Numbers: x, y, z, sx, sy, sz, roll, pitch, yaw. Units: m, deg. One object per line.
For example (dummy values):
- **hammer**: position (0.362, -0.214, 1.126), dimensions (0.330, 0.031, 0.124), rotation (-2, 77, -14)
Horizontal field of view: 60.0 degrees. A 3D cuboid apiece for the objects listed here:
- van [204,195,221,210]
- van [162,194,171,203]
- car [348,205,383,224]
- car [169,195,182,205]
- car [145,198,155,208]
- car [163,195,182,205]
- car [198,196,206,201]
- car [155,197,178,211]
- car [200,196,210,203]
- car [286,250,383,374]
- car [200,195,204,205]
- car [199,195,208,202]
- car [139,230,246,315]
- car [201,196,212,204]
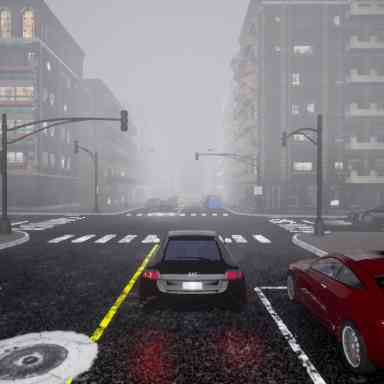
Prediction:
- **van**: position (2.846, 1.381, 43.228), dimensions (1.690, 1.788, 3.998), rotation (-1, 0, 0)
- **van**: position (-5.782, 1.478, 76.397), dimensions (1.690, 1.788, 3.998), rotation (-1, 0, 0)
- **car**: position (14.628, 1.727, 26.239), dimensions (4.181, 1.385, 1.994), rotation (1, 0, 0)
- **car**: position (-3.019, 1.436, 60.924), dimensions (2.097, 1.767, 4.553), rotation (0, 0, 0)
- **car**: position (-5.801, 1.634, 48.782), dimensions (1.802, 1.307, 4.206), rotation (-1, 0, 0)
- **car**: position (-3.051, 1.604, 50.694), dimensions (2.033, 1.411, 5.357), rotation (0, 0, 0)
- **car**: position (2.829, 1.769, 92.895), dimensions (1.947, 1.339, 4.313), rotation (-1, 0, 0)
- **car**: position (-3.066, 1.637, 40.897), dimensions (1.895, 1.301, 4.718), rotation (0, 0, 0)
- **car**: position (2.741, 1.662, 70.808), dimensions (1.887, 1.381, 4.507), rotation (-1, 0, 0)
- **car**: position (2.797, 1.582, 5.326), dimensions (1.802, 1.307, 4.206), rotation (0, 0, 0)
- **car**: position (2.762, 1.367, 48.725), dimensions (2.192, 1.841, 5.009), rotation (-1, 0, 0)
- **car**: position (2.796, 1.597, 81.850), dimensions (1.967, 1.590, 4.097), rotation (-1, 0, 0)
- **car**: position (0.009, 1.564, 7.666), dimensions (1.994, 1.385, 4.181), rotation (0, 0, 0)
- **car**: position (2.735, 1.539, 65.287), dimensions (1.967, 1.590, 4.097), rotation (-1, 0, 0)
